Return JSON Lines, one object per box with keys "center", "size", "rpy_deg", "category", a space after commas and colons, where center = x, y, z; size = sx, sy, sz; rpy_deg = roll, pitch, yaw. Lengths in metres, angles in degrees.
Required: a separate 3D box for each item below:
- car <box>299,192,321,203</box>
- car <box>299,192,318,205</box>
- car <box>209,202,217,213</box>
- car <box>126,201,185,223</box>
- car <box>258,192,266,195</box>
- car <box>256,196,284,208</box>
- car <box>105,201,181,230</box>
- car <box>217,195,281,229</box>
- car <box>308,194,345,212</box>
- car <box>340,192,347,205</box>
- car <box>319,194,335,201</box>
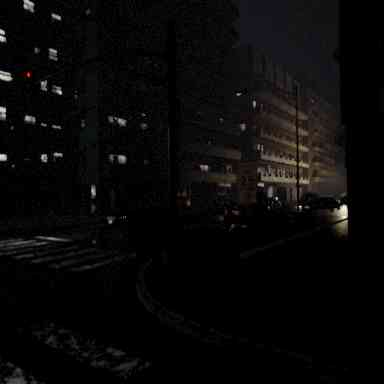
{"center": [20.002, 0.909, 56.416], "size": [2.192, 1.841, 5.009], "rpy_deg": [-1, 0, 36], "category": "car"}
{"center": [16.588, 0.969, 47.182], "size": [2.097, 1.767, 4.553], "rpy_deg": [-1, 0, 36], "category": "car"}
{"center": [3.341, 1.362, 33.515], "size": [2.008, 1.369, 4.403], "rpy_deg": [-1, 0, 36], "category": "car"}
{"center": [-2.676, 1.437, 25.399], "size": [1.887, 1.381, 4.507], "rpy_deg": [-1, 0, 36], "category": "car"}
{"center": [5.539, 0.987, 32.150], "size": [2.150, 2.045, 5.566], "rpy_deg": [-1, 0, 36], "category": "car"}
{"center": [10.007, 1.289, 42.676], "size": [1.947, 1.339, 4.313], "rpy_deg": [-1, 0, 36], "category": "car"}
{"center": [-3.063, 1.370, 20.326], "size": [2.128, 1.511, 4.902], "rpy_deg": [-1, 0, 36], "category": "car"}
{"center": [3.541, 1.190, 19.361], "size": [1.967, 1.590, 4.097], "rpy_deg": [-1, 0, 36], "category": "car"}
{"center": [13.449, 1.185, 33.165], "size": [1.947, 1.339, 4.313], "rpy_deg": [-1, 0, 36], "category": "car"}
{"center": [20.114, 1.076, 42.325], "size": [1.887, 1.381, 4.507], "rpy_deg": [-1, 0, 36], "category": "car"}
{"center": [26.671, 1.062, 65.576], "size": [2.008, 1.369, 4.403], "rpy_deg": [-1, 0, 36], "category": "car"}
